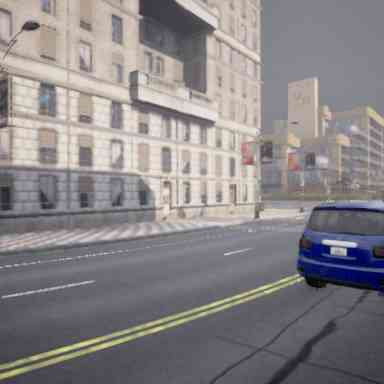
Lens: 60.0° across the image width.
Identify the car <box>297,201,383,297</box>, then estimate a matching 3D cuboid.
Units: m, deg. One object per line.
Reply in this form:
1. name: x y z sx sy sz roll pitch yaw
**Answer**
1. car: 4.698 1.254 8.419 2.150 2.045 5.566 0 0 43
